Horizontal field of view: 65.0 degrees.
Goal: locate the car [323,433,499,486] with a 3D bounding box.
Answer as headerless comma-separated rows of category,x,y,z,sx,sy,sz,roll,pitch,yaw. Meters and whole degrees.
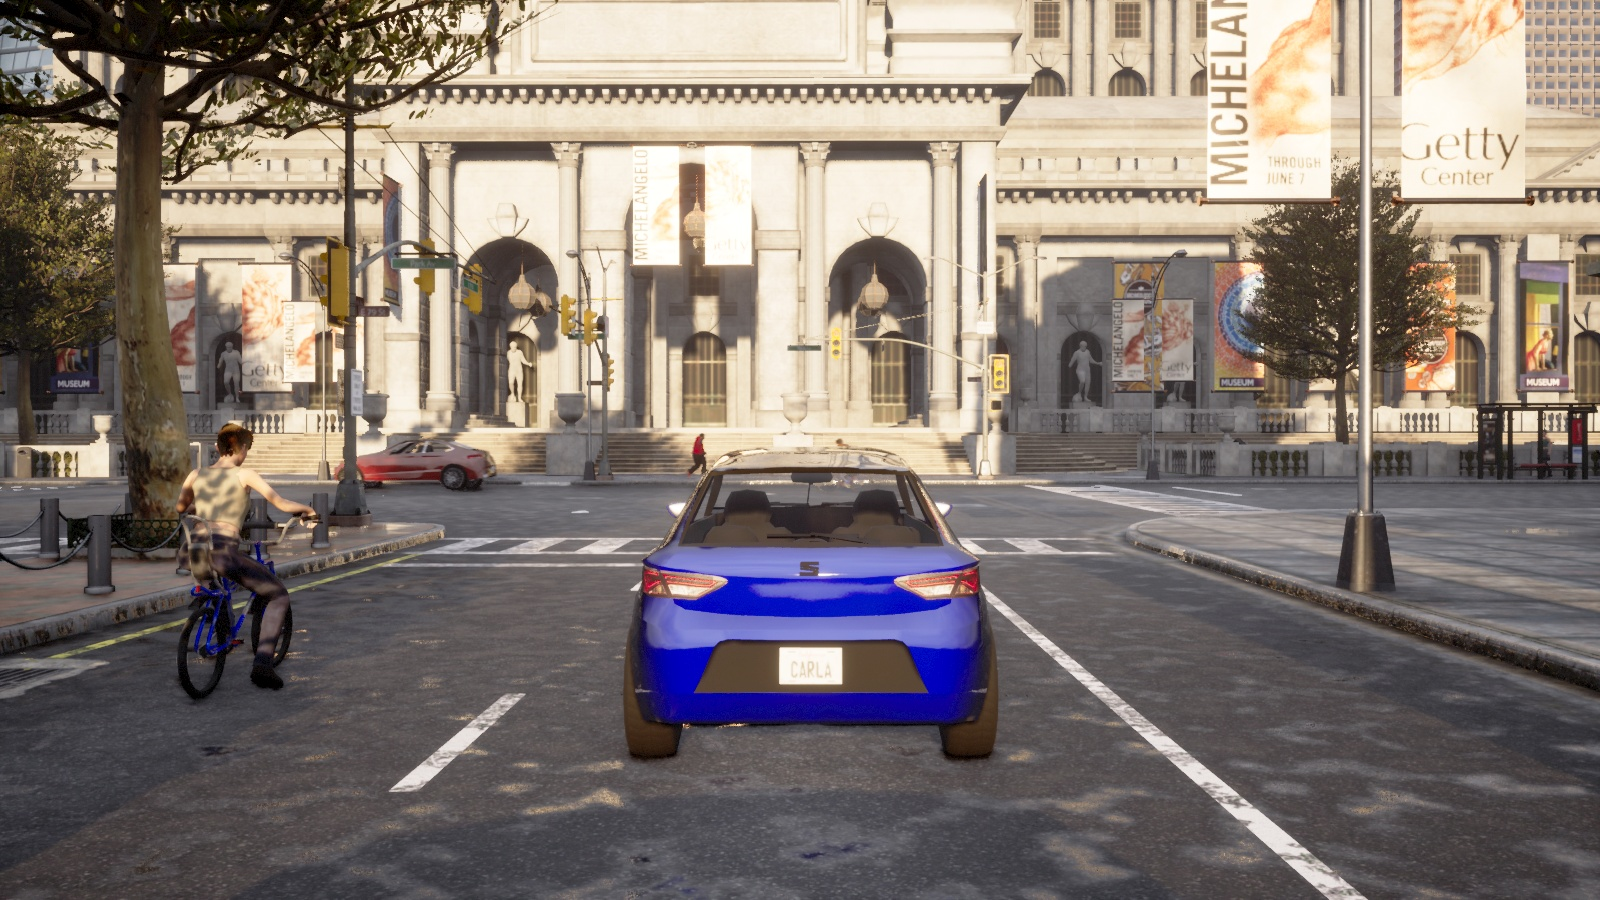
car,-12.494,0.286,40.595,5.027,1.651,2.152,0,0,1

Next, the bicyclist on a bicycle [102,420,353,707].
bicyclist on a bicycle,-3.492,0.636,7.820,0.866,1.612,1.509,0,0,0

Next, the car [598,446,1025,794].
car,0.057,0.718,7.451,1.816,1.474,4.193,0,0,0

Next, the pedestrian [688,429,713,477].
pedestrian,-3.875,0.124,48.933,0.899,1.844,0.634,0,0,3
